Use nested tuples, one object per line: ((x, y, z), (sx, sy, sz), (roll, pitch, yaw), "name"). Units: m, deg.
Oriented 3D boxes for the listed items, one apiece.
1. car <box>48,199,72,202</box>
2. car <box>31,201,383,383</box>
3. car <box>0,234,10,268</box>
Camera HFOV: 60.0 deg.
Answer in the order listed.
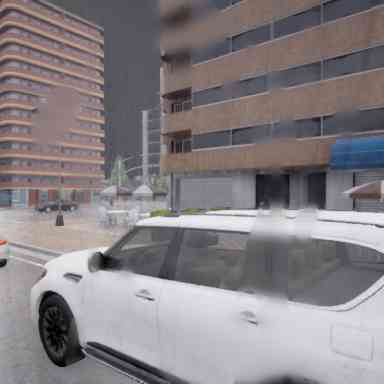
((-15.467, 1.560, 38.181), (1.837, 1.490, 4.892), (0, 0, 40), "car")
((0.268, 1.220, 4.000), (5.566, 2.045, 2.150), (0, 0, 39), "car")
((-7.210, 1.526, 10.162), (4.674, 1.442, 1.812), (0, 0, 40), "car")
